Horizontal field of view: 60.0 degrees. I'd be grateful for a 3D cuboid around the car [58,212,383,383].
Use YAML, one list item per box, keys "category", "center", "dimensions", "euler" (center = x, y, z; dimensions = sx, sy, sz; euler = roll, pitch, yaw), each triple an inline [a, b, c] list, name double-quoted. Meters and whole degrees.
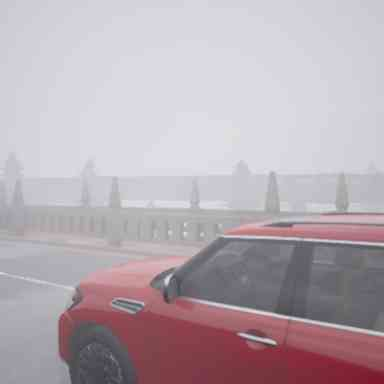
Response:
- category: "car"
  center: [1.127, 1.222, 3.095]
  dimensions: [5.566, 2.045, 2.150]
  euler: [0, 0, 35]
